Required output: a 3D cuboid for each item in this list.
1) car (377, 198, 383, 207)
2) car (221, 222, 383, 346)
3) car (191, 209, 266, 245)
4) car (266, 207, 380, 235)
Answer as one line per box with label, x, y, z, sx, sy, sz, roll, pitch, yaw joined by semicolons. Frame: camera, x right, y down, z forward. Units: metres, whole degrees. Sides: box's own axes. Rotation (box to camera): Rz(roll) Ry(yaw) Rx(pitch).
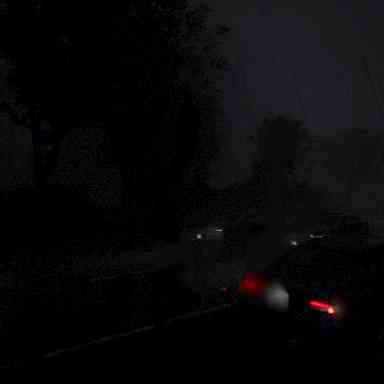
car;27.779;1.589;47.759;2.033;1.411;5.357;0;0;28
car;3.234;1.559;6.416;5.357;1.411;2.033;0;0;-39
car;2.118;1.518;14.961;4.902;1.511;2.128;0;0;-42
car;5.345;1.513;13.140;4.902;1.511;2.128;0;0;-42
